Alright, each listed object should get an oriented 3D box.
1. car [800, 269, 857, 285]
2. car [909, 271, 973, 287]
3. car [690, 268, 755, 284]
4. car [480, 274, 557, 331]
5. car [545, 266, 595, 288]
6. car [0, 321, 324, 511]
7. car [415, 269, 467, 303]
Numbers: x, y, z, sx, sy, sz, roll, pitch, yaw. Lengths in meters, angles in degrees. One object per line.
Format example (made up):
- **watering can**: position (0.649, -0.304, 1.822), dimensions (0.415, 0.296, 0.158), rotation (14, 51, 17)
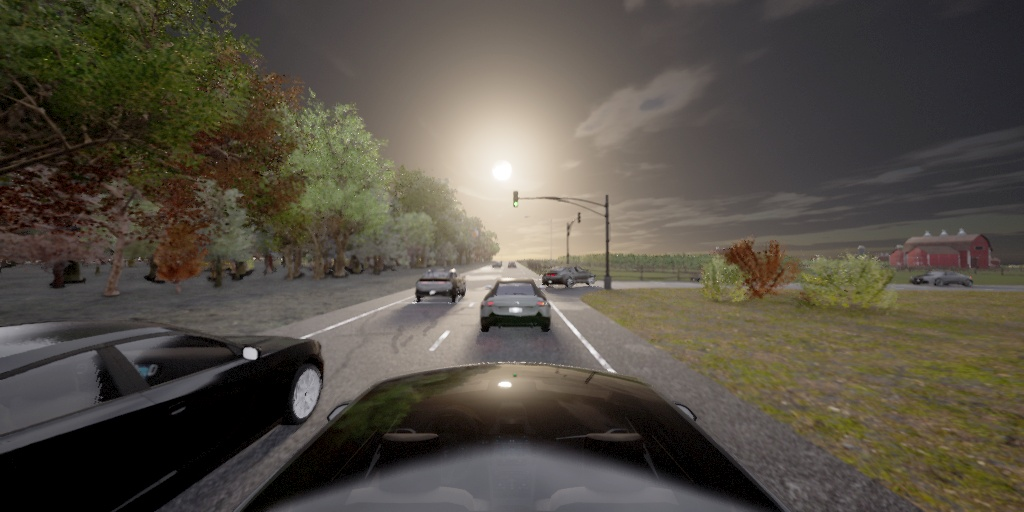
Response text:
- **car**: position (29.329, 1.901, 33.029), dimensions (4.892, 1.490, 1.837), rotation (1, -1, 0)
- **car**: position (39.372, 2.070, 32.974), dimensions (4.181, 1.385, 1.994), rotation (1, -1, 1)
- **car**: position (19.442, 1.835, 33.070), dimensions (5.357, 1.411, 2.033), rotation (1, -1, 0)
- **car**: position (0.104, 1.400, 11.394), dimensions (1.994, 1.385, 4.181), rotation (0, 0, 0)
- **car**: position (4.160, 1.471, 25.778), dimensions (1.837, 1.490, 4.892), rotation (-4, -3, 41)
- **car**: position (-3.400, 1.236, 2.727), dimensions (1.882, 1.535, 5.008), rotation (0, -1, 0)
- **car**: position (-3.404, 1.384, 17.794), dimensions (2.128, 1.511, 4.902), rotation (0, 0, 0)
